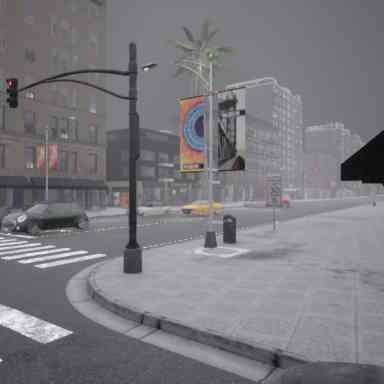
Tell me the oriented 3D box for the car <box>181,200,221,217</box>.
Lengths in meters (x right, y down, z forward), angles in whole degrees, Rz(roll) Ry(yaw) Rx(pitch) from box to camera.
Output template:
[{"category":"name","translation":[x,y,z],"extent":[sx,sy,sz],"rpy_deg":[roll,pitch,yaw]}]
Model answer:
[{"category":"car","translation":[0.914,1.519,31.894],"extent":[1.882,1.535,5.008],"rpy_deg":[0,0,35]}]

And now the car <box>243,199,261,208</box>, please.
[{"category":"car","translation":[9.437,1.682,49.513],"extent":[1.895,1.301,4.718],"rpy_deg":[0,0,36]}]

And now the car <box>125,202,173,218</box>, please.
[{"category":"car","translation":[-3.921,1.631,30.670],"extent":[1.895,1.301,4.718],"rpy_deg":[0,0,35]}]

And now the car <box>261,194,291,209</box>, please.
[{"category":"car","translation":[12.488,1.312,48.185],"extent":[2.150,2.045,5.566],"rpy_deg":[0,-1,36]}]

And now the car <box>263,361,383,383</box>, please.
[{"category":"car","translation":[2.187,1.551,1.288],"extent":[4.403,1.369,2.008],"rpy_deg":[0,0,35]}]

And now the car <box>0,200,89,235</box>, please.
[{"category":"car","translation":[-8.227,1.366,18.924],"extent":[2.097,1.767,4.553],"rpy_deg":[0,0,35]}]
